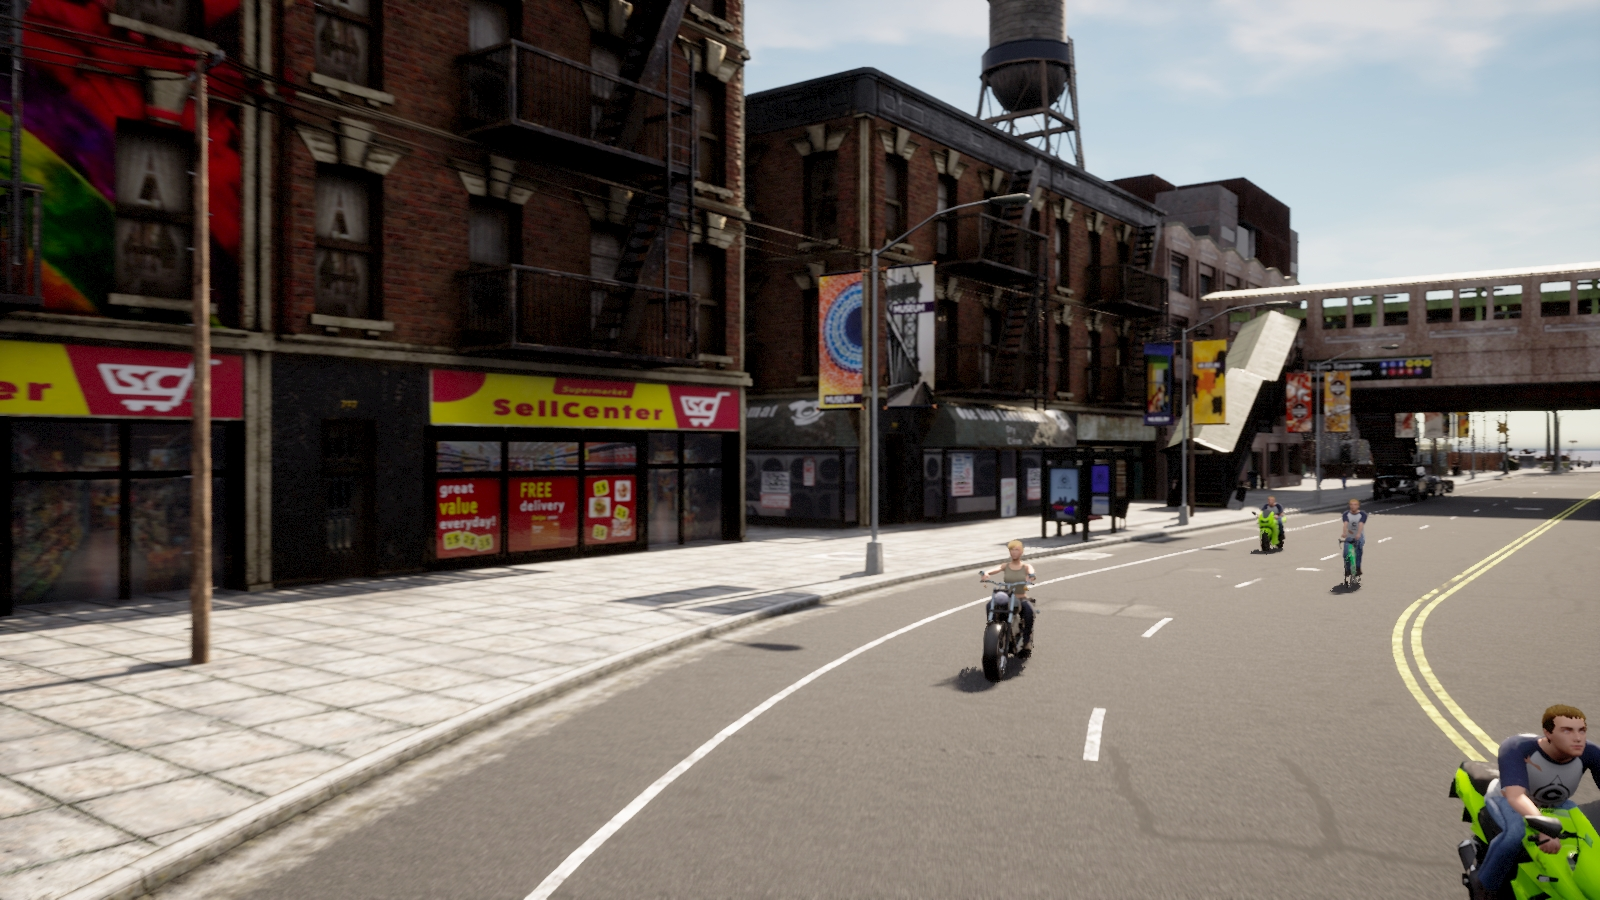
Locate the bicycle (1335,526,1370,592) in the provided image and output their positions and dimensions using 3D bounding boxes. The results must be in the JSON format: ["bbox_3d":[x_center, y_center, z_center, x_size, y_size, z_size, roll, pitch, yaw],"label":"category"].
[{"bbox_3d":[11.377,2.213,23.490,0.373,1.196,1.643,0,0,36],"label":"bicycle"}]

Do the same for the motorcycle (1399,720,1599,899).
[{"bbox_3d":[3.868,2.215,5.864,0.803,1.145,2.033,1,0,9],"label":"motorcycle"}]

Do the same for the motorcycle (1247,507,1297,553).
[{"bbox_3d":[13.210,2.221,31.942,0.803,1.145,2.033,0,0,37],"label":"motorcycle"}]

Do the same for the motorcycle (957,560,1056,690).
[{"bbox_3d":[2.693,2.171,14.653,0.764,1.277,2.356,0,0,22],"label":"motorcycle"}]
